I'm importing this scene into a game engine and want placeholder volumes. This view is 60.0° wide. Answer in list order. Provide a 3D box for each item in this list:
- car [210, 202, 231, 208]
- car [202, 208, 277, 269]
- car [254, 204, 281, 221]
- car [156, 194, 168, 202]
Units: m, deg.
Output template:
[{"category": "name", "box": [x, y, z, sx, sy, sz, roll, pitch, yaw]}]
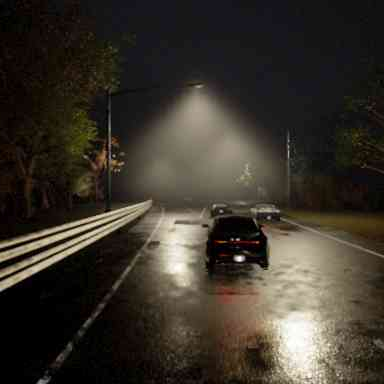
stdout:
[{"category": "car", "box": [2.653, 1.640, 30.794, 1.994, 1.385, 4.181, 0, 0, 3]}, {"category": "car", "box": [1.400, 1.519, 11.256, 1.837, 1.490, 4.892, 0, 0, 3]}, {"category": "car", "box": [5.945, 1.653, 27.305, 1.895, 1.301, 4.718, 0, 0, 3]}, {"category": "car", "box": [-7.432, 1.613, 85.475, 2.150, 2.045, 5.566, 0, 0, -10]}]
